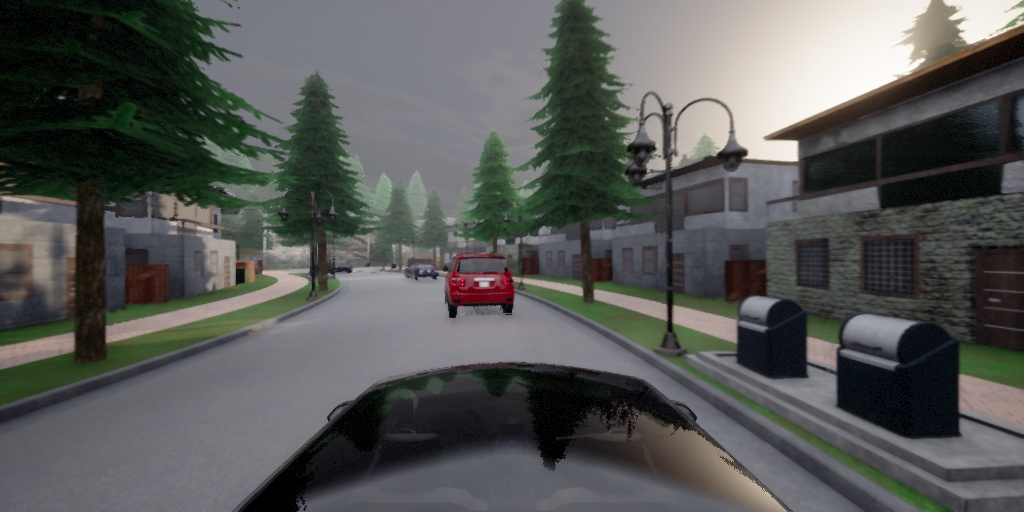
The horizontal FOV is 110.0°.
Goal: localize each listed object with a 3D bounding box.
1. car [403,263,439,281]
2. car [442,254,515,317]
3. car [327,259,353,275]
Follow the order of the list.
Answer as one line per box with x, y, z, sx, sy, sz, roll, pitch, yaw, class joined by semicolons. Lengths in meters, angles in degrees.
-7.834;1.293;30.719;2.033;1.411;5.357;0;0;-29;car
-1.381;0.955;13.483;2.150;2.045;5.566;0;0;-12;car
-20.123;1.168;41.569;2.097;1.767;4.553;-1;0;-40;car
